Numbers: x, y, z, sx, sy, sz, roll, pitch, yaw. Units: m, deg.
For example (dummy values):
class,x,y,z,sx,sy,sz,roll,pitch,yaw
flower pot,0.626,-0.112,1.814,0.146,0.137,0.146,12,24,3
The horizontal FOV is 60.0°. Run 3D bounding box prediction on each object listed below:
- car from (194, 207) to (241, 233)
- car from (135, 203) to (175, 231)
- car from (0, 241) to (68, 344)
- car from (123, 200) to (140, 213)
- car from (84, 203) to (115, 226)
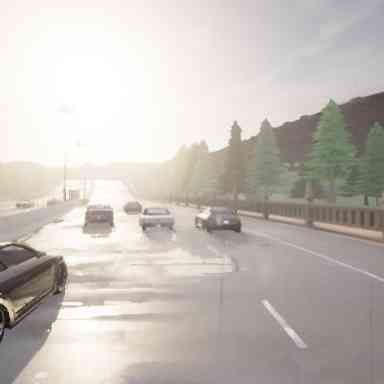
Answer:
class,x,y,z,sx,sy,sz,roll,pitch,yaw
car,1.428,1.574,19.684,1.994,1.385,4.181,0,0,-11
car,-2.349,1.625,21.028,1.895,1.301,4.718,0,0,-12
car,-3.792,1.583,6.056,1.994,1.385,4.181,0,0,-3
car,-6.904,1.619,38.532,1.994,1.385,4.181,0,0,-15
car,-6.640,1.520,23.976,1.882,1.535,5.008,0,0,-14
